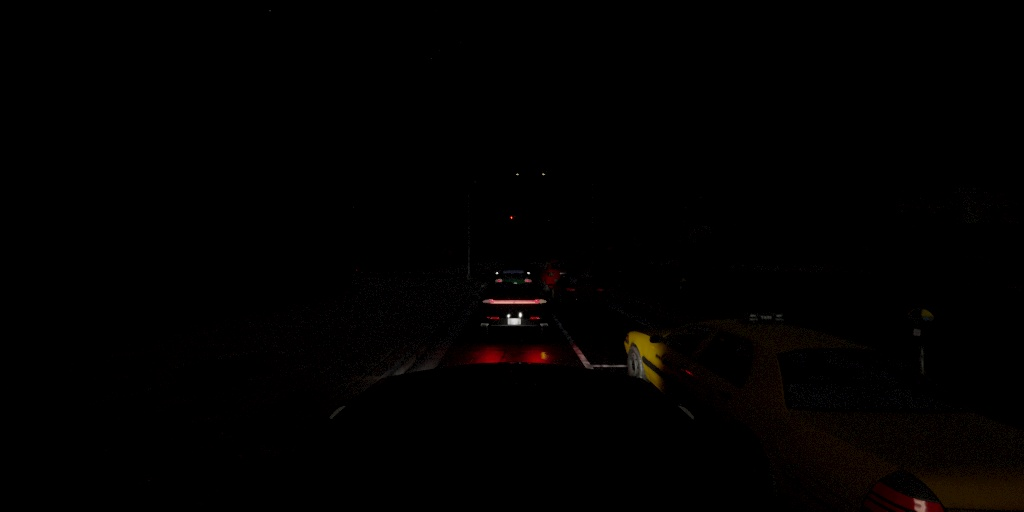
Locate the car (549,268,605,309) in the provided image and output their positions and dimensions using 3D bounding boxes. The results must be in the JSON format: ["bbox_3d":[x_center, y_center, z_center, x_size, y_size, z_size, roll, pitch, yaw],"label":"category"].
[{"bbox_3d":[2.656,1.338,14.770,1.802,1.307,4.207,0,0,0],"label":"car"}]

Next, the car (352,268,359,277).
[{"bbox_3d":[-12.208,1.343,31.807,4.718,1.301,1.895,0,-1,0],"label":"car"}]

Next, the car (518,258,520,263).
[{"bbox_3d":[0.182,1.364,63.327,1.837,1.490,4.892,0,0,0],"label":"car"}]

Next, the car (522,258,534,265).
[{"bbox_3d":[2.699,1.356,46.648,1.888,1.381,4.507,0,0,0],"label":"car"}]

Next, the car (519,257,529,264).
[{"bbox_3d":[2.721,1.403,62.960,1.888,1.381,4.507,0,0,0],"label":"car"}]

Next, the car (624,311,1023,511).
[{"bbox_3d":[2.642,1.276,4.042,1.751,1.417,4.829,0,0,0],"label":"car"}]

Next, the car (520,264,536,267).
[{"bbox_3d":[0.053,1.325,19.337,1.994,1.385,4.181,0,0,-1],"label":"car"}]

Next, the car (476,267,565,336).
[{"bbox_3d":[0.077,1.245,10.393,2.128,1.511,4.902,0,0,1],"label":"car"}]

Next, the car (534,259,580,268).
[{"bbox_3d":[2.663,1.076,20.219,2.192,1.841,5.009,0,0,0],"label":"car"}]
